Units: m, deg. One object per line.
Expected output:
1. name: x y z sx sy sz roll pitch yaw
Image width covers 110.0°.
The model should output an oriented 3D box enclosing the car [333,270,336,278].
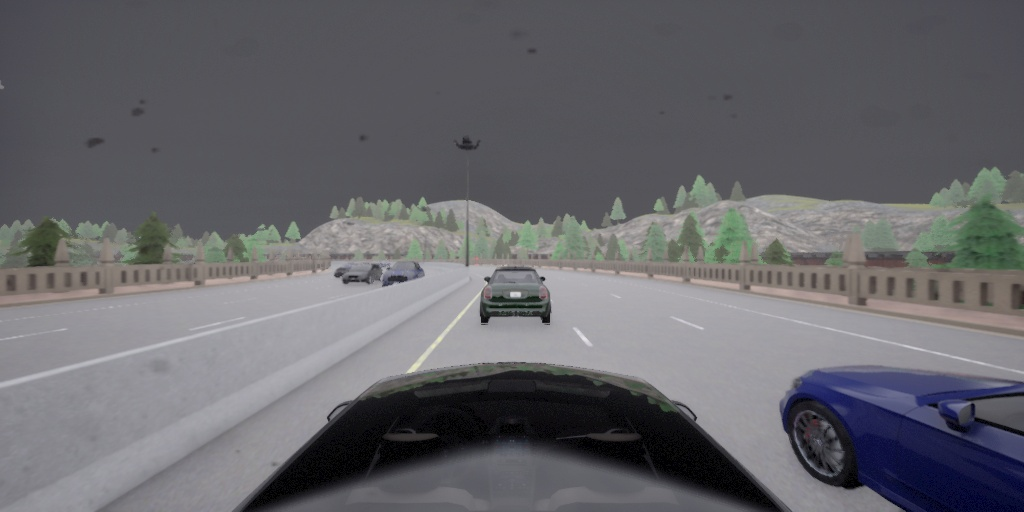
1. car: -15.381 1.381 34.378 2.033 1.411 5.357 0 0 -10

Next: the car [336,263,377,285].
1. car: -10.990 1.306 26.754 1.837 1.490 4.892 0 0 -5

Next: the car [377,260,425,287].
1. car: -7.373 1.146 24.783 2.097 1.767 4.553 0 0 -4

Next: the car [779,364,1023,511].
1. car: 3.600 1.276 1.637 1.812 1.442 4.674 0 0 0

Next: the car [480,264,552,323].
1. car: 0.103 1.117 12.258 2.097 1.767 4.553 0 0 0
